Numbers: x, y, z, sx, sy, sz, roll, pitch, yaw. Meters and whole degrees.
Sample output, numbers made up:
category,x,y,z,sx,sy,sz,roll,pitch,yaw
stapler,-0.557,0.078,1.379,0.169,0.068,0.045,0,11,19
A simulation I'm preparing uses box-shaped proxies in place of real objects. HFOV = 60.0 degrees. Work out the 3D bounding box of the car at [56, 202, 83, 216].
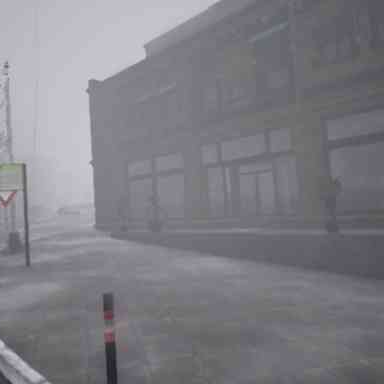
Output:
category,x,y,z,sx,sy,sz,roll,pitch,yaw
car,-15.959,2.333,42.548,1.994,1.385,4.181,-1,-2,-37

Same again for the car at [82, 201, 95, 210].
category,x,y,z,sx,sy,sz,roll,pitch,yaw
car,-19.560,2.389,60.743,1.882,1.535,5.008,-5,2,16
